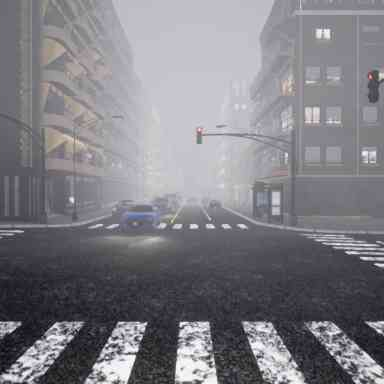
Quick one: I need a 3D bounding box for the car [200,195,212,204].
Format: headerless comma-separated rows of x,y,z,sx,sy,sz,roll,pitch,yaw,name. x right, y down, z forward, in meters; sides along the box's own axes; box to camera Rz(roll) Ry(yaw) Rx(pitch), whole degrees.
2.637,1.437,62.995,1.967,1.590,4.097,0,0,0,car

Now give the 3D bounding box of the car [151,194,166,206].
-5.740,1.312,57.354,2.192,1.841,5.009,0,0,0,car

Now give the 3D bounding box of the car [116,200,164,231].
-3.108,1.475,20.755,1.882,1.535,5.008,0,0,0,car

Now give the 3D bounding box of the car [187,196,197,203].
0.043,1.561,69.663,1.994,1.385,4.181,0,0,0,car

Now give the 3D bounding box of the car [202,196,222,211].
2.655,1.548,40.440,2.008,1.369,4.403,0,0,0,car

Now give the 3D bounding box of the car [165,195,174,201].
-5.761,1.546,85.548,2.008,1.369,4.403,0,0,0,car

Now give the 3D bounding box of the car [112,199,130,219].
-5.717,1.438,29.161,1.967,1.590,4.097,0,0,0,car

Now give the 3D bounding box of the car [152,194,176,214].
-3.122,1.349,34.556,2.097,1.767,4.553,0,0,0,car

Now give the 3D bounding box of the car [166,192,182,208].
-3.115,1.220,48.640,2.150,2.045,5.566,0,0,1,car

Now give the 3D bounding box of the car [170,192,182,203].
-3.051,0.940,63.960,2.150,2.045,5.566,0,0,0,car

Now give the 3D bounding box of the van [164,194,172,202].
-5.757,1.337,79.910,1.690,1.788,3.998,0,0,0,van

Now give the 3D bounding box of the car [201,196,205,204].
2.651,1.542,46.078,1.887,1.381,4.507,0,0,0,car
